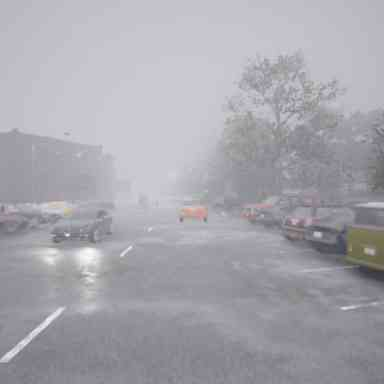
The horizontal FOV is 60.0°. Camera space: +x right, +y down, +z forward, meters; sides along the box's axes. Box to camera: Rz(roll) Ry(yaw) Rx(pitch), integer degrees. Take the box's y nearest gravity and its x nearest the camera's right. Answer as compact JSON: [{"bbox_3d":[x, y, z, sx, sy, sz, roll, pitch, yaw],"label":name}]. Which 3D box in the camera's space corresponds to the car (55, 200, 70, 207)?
[{"bbox_3d":[-11.412,1.545,23.762,4.674,1.452,2.002,-1,0,-20],"label":"car"}]

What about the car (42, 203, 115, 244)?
[{"bbox_3d":[-5.091,1.513,16.041,1.837,1.490,4.892,0,0,0],"label":"car"}]

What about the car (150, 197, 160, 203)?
[{"bbox_3d":[-8.404,2.087,89.482,2.231,1.521,4.892,-1,-1,-35],"label":"car"}]

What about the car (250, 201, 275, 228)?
[{"bbox_3d":[6.429,1.531,20.855,4.792,1.488,2.163,1,0,-20],"label":"car"}]

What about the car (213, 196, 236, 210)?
[{"bbox_3d":[4.813,1.309,42.771,4.553,1.767,2.097,-2,1,-40],"label":"car"}]

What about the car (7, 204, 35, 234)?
[{"bbox_3d":[-11.384,1.526,17.906,4.792,1.488,2.163,-1,0,-20],"label":"car"}]

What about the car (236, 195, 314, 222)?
[{"bbox_3d":[6.382,1.254,23.773,5.566,2.045,2.435,1,0,-20],"label":"car"}]

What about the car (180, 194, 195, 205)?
[{"bbox_3d":[-0.997,1.485,68.151,2.435,2.045,5.566,0,-1,-7],"label":"car"}]

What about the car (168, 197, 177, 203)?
[{"bbox_3d":[-3.448,1.920,79.311,2.231,1.521,4.892,0,0,-18],"label":"car"}]

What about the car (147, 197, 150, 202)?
[{"bbox_3d":[-11.922,2.228,93.937,2.097,1.535,5.008,-1,0,-41],"label":"car"}]

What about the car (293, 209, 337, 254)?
[{"bbox_3d":[6.428,1.519,12.020,4.792,1.488,2.163,1,0,-20],"label":"car"}]

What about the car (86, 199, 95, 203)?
[{"bbox_3d":[-11.411,1.554,29.631,4.674,1.452,2.002,-1,0,-20],"label":"car"}]

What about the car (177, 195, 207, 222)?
[{"bbox_3d":[0.107,1.376,26.932,2.097,1.767,4.553,0,0,0],"label":"car"}]

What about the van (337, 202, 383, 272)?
[{"bbox_3d":[6.508,1.262,9.110,4.442,1.987,1.878,1,0,-20],"label":"van"}]

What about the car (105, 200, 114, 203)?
[{"bbox_3d":[-11.403,1.528,38.427,4.892,1.521,2.231,-1,0,-20],"label":"car"}]

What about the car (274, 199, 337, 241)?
[{"bbox_3d":[6.376,1.366,14.943,4.553,1.767,2.185,1,0,-20],"label":"car"}]

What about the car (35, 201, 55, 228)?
[{"bbox_3d":[-11.421,1.502,20.832,4.892,1.521,2.231,-1,0,-20],"label":"car"}]

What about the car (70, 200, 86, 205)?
[{"bbox_3d":[-11.581,1.509,26.627,5.366,1.575,1.946,-1,0,-20],"label":"car"}]

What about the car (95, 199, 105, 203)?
[{"bbox_3d":[-11.415,1.519,32.564,4.892,1.521,2.231,-1,0,-20],"label":"car"}]

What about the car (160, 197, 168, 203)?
[{"bbox_3d":[-5.653,2.007,84.610,2.097,1.535,5.008,-1,-1,-27],"label":"car"}]

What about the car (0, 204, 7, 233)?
[{"bbox_3d":[-11.418,1.494,14.960,4.892,1.521,2.231,-1,0,-20],"label":"car"}]
